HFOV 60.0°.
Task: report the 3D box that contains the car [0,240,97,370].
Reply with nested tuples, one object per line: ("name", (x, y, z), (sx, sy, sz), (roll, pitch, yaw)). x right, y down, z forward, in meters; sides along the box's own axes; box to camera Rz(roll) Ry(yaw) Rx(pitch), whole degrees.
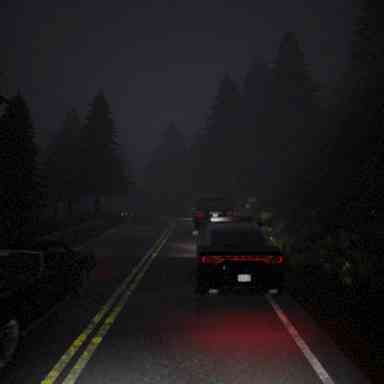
("car", (-3.257, 1.615, 5.825), (1.895, 1.301, 4.718), (0, 0, 1))

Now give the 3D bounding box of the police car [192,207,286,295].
("police car", (1.037, 1.440, 8.925), (1.930, 1.638, 5.238), (0, 0, 1))

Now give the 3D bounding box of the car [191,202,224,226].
("car", (1.067, 1.576, 25.142), (1.837, 1.490, 4.892), (1, 0, -5))

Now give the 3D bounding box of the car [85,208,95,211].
("car", (-13.884, 2.988, 46.933), (1.812, 1.442, 4.674), (5, -10, -44))

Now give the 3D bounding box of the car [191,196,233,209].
("car", (1.192, 1.260, 18.887), (2.150, 2.045, 5.566), (0, 0, 1))

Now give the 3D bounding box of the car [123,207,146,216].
("car", (-8.064, 2.711, 45.553), (1.994, 1.385, 4.181), (4, -8, -40))
